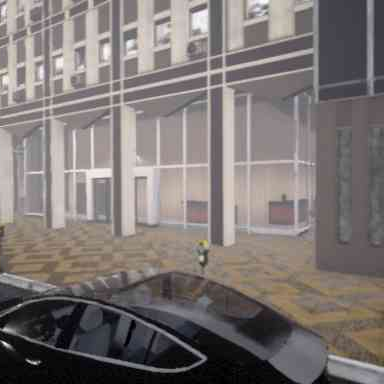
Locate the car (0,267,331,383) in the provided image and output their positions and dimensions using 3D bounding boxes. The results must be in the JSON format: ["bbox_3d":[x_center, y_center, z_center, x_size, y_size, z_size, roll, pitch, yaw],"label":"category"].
[{"bbox_3d":[-0.845,1.509,3.444,4.313,1.339,1.947,0,1,33],"label":"car"}]
